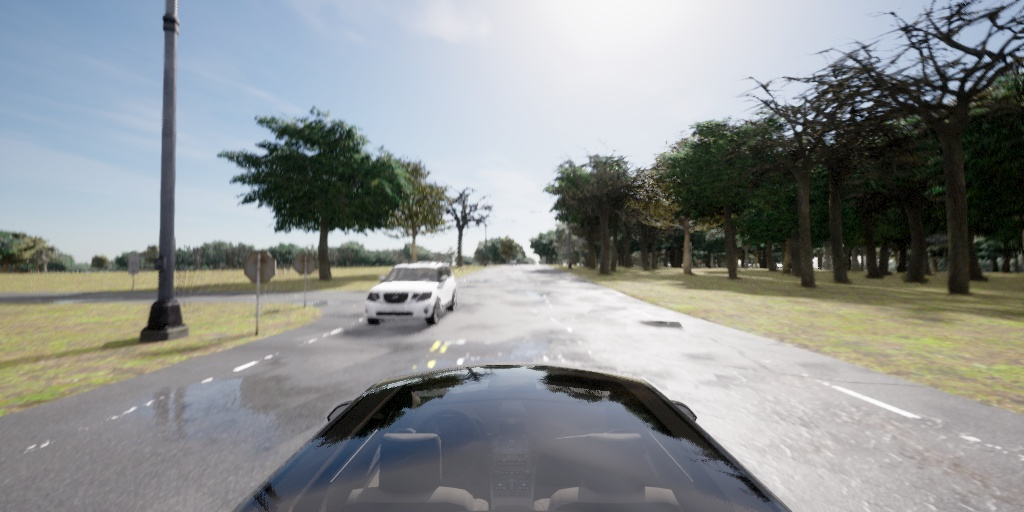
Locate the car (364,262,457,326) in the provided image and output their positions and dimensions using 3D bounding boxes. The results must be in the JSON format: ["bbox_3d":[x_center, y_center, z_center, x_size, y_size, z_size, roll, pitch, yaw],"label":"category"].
[{"bbox_3d":[-3.478,1.264,13.459,2.150,2.045,5.566,0,-1,1],"label":"car"}]
